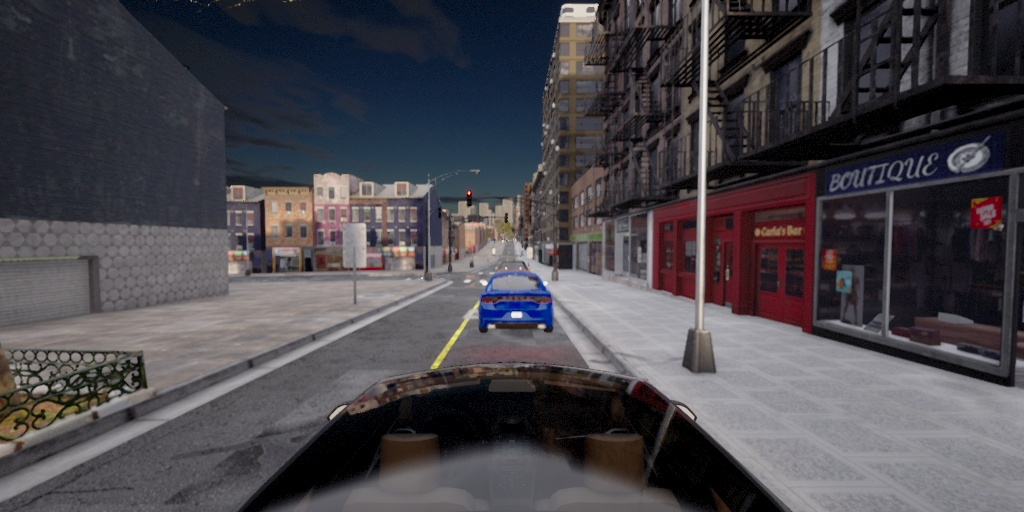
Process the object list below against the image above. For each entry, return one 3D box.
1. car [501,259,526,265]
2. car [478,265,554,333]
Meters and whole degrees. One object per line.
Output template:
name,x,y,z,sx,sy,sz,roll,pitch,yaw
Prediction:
car,0.064,1.019,20.648,2.097,1.767,4.553,0,0,0
car,0.093,1.186,10.656,1.882,1.535,5.008,0,0,0
